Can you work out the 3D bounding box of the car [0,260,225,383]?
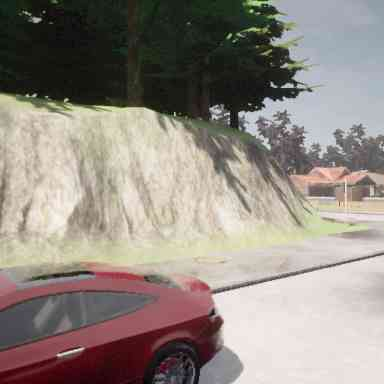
[{"bbox_3d":[-1.745,1.526,3.346,4.674,1.442,1.812,0,0,-36],"label":"car"}]
